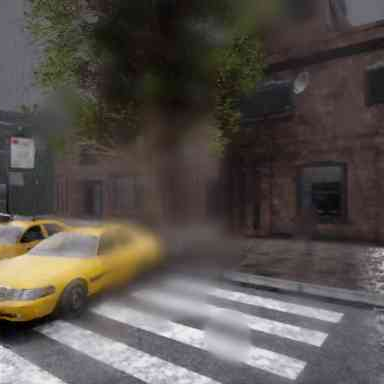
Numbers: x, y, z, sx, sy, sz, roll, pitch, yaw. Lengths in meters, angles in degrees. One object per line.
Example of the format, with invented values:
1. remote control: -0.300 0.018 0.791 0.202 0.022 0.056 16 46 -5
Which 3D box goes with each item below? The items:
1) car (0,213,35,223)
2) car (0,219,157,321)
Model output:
1. car: -4.904 1.488 9.378 1.946 1.575 5.366 0 -1 16
2. car: -2.462 1.485 7.633 1.946 1.575 5.366 1 -1 16
